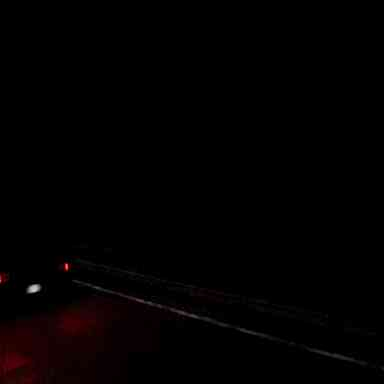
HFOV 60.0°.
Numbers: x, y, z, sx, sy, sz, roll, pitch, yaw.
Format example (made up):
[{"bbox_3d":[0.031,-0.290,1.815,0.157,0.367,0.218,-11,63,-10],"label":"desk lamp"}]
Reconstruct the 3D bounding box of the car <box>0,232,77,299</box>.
[{"bbox_3d":[-4.830,1.632,8.041,4.718,1.301,1.895,0,0,40],"label":"car"}]
